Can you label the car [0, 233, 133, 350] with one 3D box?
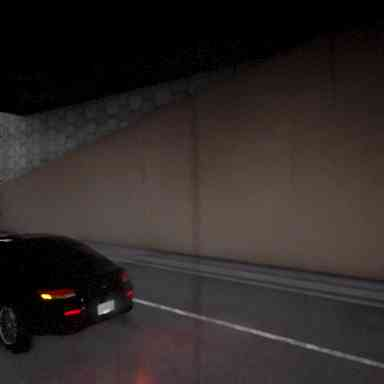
[{"bbox_3d":[-3.124,1.509,6.170,4.674,1.442,1.812,0,0,35],"label":"car"}]
